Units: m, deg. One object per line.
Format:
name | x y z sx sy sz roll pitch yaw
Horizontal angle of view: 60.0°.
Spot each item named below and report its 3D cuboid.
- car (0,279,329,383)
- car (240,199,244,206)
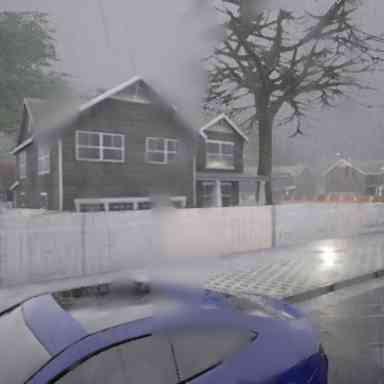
car | -0.858 1.524 2.455 4.674 1.442 1.812 0 0 -35
car | 5.879 1.563 43.461 1.882 1.535 5.008 -1 0 -36
